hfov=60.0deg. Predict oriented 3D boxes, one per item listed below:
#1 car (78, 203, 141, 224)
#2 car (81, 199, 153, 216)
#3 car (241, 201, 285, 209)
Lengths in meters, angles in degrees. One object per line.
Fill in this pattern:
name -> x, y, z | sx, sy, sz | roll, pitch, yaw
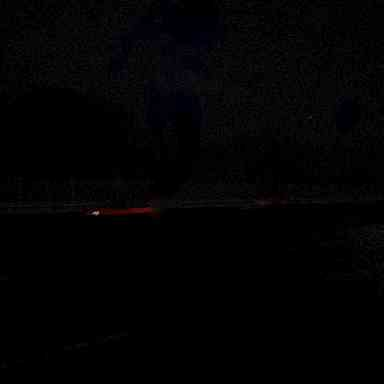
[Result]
car -> -6.257, 1.556, 25.311 | 4.181, 1.385, 1.994 | 0, 0, -35
car -> -4.838, 1.345, 22.025 | 4.553, 1.767, 2.097 | 0, 0, -35
car -> 5.128, 1.472, 24.796 | 5.008, 1.535, 1.882 | 0, 0, -35
